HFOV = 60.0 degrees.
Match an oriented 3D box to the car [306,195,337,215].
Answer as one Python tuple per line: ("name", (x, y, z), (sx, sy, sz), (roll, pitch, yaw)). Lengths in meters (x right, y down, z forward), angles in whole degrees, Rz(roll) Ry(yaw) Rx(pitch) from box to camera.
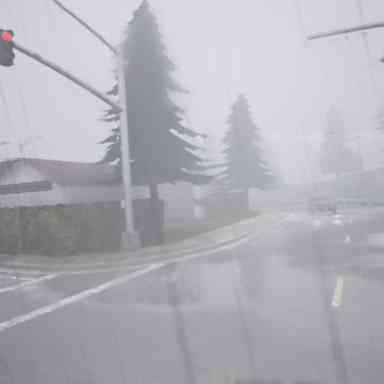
("car", (10.522, 0.990, 27.276), (1.837, 1.490, 4.892), (-3, 0, 13))
